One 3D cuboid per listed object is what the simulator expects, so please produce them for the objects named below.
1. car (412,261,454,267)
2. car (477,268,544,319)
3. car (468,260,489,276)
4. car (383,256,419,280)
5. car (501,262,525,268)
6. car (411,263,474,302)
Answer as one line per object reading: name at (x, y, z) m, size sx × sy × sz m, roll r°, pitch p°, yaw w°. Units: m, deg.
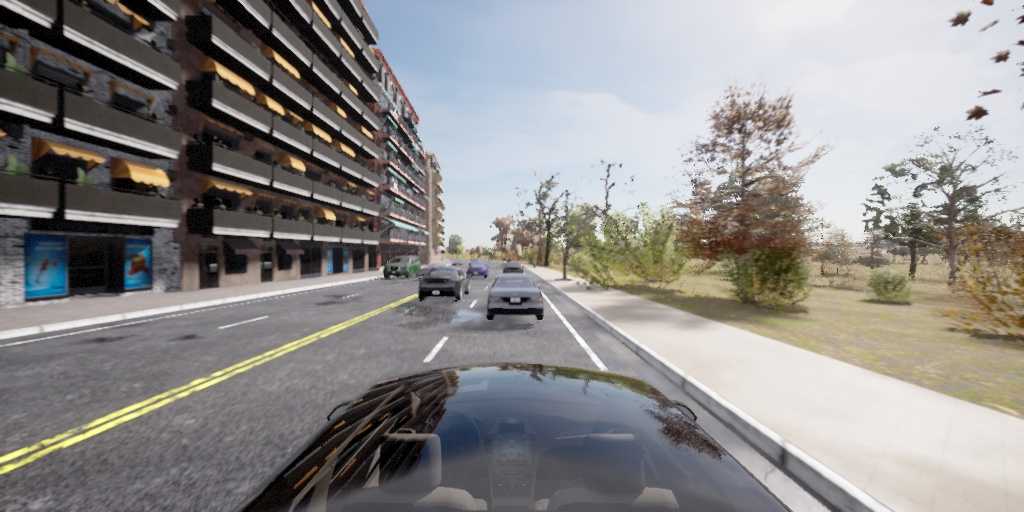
car at (-6.599, 1.343, 30.666) m, size 2.033 × 1.411 × 5.357 m, roll 0°, pitch 0°, yaw 0°
car at (0.099, 1.313, 12.819) m, size 2.033 × 1.411 × 5.357 m, roll 0°, pitch 0°, yaw 0°
car at (-3.166, 1.327, 33.603) m, size 1.812 × 1.442 × 4.674 m, roll 0°, pitch 0°, yaw 0°
car at (-9.858, 1.022, 32.630) m, size 2.150 × 2.045 × 5.566 m, roll 0°, pitch 0°, yaw 0°
car at (0.090, 1.304, 32.696) m, size 1.837 × 1.490 × 4.892 m, roll 0°, pitch 0°, yaw 0°
car at (-3.147, 1.278, 17.280) m, size 1.837 × 1.490 × 4.892 m, roll 0°, pitch 0°, yaw 0°
